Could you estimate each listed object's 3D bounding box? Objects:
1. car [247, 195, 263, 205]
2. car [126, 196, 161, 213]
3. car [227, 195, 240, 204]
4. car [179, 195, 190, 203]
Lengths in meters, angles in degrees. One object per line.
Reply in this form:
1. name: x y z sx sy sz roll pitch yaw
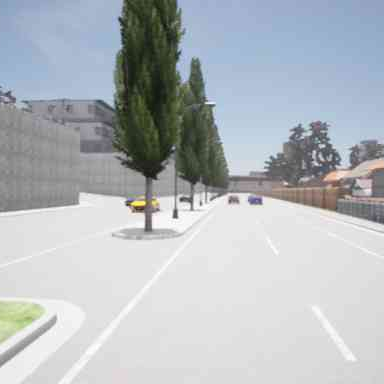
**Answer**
1. car: 10.143 1.218 52.776 1.882 1.535 5.008 1 0 8
2. car: -4.336 1.163 31.651 1.882 1.535 5.008 1 0 8
3. car: 6.731 1.208 53.604 1.812 1.442 4.674 1 0 8
4. car: -1.041 1.127 56.389 1.895 1.301 4.718 2 0 8
